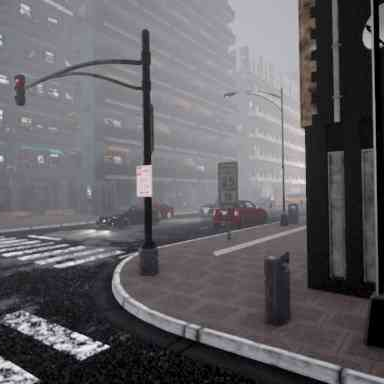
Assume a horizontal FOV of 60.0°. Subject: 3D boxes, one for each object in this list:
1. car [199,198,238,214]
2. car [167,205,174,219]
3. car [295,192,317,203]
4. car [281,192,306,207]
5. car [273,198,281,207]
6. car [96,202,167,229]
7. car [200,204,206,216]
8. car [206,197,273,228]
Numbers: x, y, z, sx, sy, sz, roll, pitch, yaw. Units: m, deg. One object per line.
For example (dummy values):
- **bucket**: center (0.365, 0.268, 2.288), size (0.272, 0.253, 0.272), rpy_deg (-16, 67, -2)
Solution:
- **car**: center (2.793, 1.383, 33.996), size (2.008, 1.369, 4.403), rpy_deg (-1, 0, 36)
- **car**: center (-3.259, 1.458, 25.906), size (1.887, 1.381, 4.507), rpy_deg (-1, 0, 36)
- **car**: center (19.550, 0.930, 56.827), size (2.192, 1.841, 5.009), rpy_deg (-1, 0, 36)
- **car**: center (12.975, 1.028, 43.432), size (2.097, 1.767, 4.553), rpy_deg (-1, 0, 37)
- **car**: center (9.498, 1.310, 43.129), size (1.947, 1.339, 4.313), rpy_deg (-1, 0, 36)
- **car**: center (-3.846, 1.463, 20.592), size (1.994, 1.385, 4.181), rpy_deg (-1, 0, 36)
- **car**: center (2.584, 1.306, 29.345), size (2.128, 1.511, 4.902), rpy_deg (-1, 0, 36)
- **car**: center (2.933, 1.200, 19.842), size (1.967, 1.590, 4.097), rpy_deg (-1, 0, 36)
